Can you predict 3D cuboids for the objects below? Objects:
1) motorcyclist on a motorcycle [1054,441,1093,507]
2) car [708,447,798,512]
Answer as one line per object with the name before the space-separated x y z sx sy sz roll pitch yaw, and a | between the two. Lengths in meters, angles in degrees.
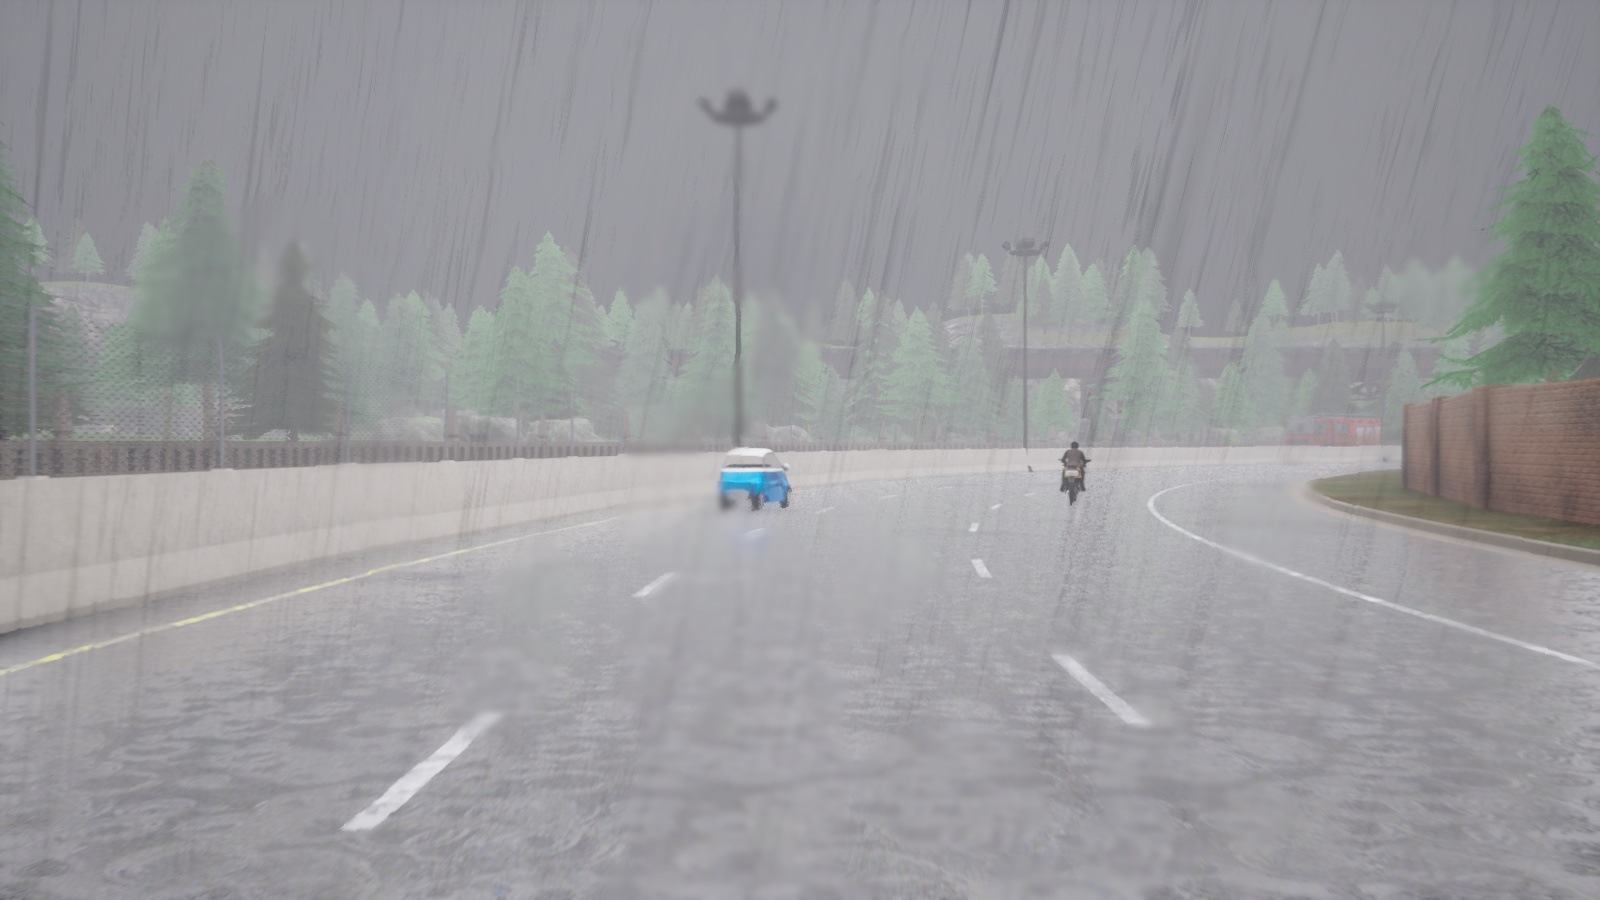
motorcyclist on a motorcycle | 6.667 0.562 30.542 0.797 1.523 2.044 2 1 15
car | -1.023 0.641 28.278 1.481 1.376 2.207 0 1 13
